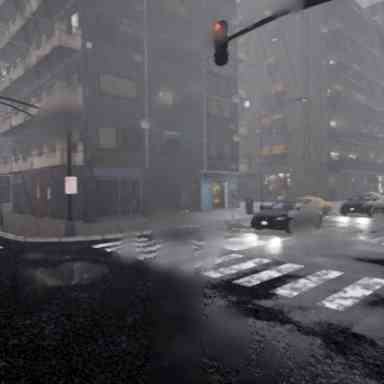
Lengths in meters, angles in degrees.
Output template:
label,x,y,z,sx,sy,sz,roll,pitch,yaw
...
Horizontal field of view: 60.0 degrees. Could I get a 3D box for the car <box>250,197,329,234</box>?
label,x,y,z,sx,sy,sz,roll,pitch,yaw
car,4.708,1.157,16.401,4.181,1.385,1.994,-2,1,-43

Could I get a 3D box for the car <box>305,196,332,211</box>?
label,x,y,z,sx,sy,sz,roll,pitch,yaw
car,7.839,0.943,22.668,4.829,1.417,1.752,-2,2,-43

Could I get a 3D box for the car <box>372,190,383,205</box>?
label,x,y,z,sx,sy,sz,roll,pitch,yaw
car,20.413,0.507,34.371,4.313,1.339,1.947,-2,2,-43

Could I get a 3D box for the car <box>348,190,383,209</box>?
label,x,y,z,sx,sy,sz,roll,pitch,yaw
car,16.139,0.628,30.392,4.829,1.417,1.752,-2,2,-43

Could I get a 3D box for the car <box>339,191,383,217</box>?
label,x,y,z,sx,sy,sz,roll,pitch,yaw
car,11.948,0.882,23.131,4.181,1.385,1.994,-2,1,-43
